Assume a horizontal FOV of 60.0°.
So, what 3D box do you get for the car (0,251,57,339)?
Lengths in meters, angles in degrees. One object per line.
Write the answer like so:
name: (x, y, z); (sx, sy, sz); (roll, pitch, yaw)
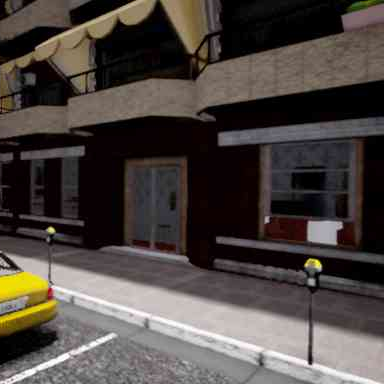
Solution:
car: (-4.309, 1.475, 5.782); (4.829, 1.417, 1.752); (1, 1, 36)
